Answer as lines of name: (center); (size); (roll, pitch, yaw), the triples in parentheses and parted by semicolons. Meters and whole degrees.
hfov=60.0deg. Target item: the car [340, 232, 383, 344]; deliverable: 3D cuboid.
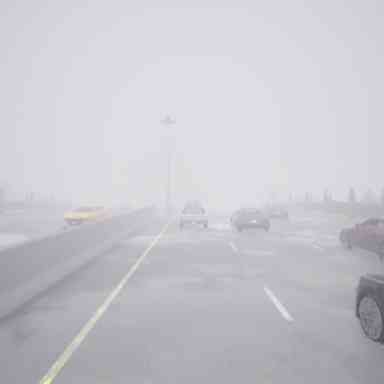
car: (3.616, 1.513, 3.589); (2.128, 1.511, 4.902); (0, 0, 0)

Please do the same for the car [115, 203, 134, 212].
car: (-10.481, 2.566, 53.313); (1.837, 1.490, 4.892); (0, -5, 0)

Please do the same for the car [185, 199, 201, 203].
car: (0.120, 1.688, 41.523); (2.097, 1.767, 4.553); (0, -2, 0)

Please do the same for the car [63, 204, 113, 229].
car: (-7.083, 1.591, 22.546); (1.882, 1.535, 5.008); (0, 0, 0)

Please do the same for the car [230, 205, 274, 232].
car: (3.610, 1.677, 21.246); (1.994, 1.385, 4.181); (0, 0, 0)

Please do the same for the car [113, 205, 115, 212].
car: (-13.970, 3.063, 59.283); (2.097, 1.767, 4.553); (0, -6, 0)

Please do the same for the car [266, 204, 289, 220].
car: (7.114, 1.722, 29.460); (1.994, 1.385, 4.181); (0, 0, 0)

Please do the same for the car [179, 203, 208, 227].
car: (0.110, 1.726, 23.915); (1.895, 1.301, 4.718); (0, 0, 0)

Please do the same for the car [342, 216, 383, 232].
car: (7.107, 1.593, 11.985); (1.812, 1.442, 4.674); (0, 0, 0)
